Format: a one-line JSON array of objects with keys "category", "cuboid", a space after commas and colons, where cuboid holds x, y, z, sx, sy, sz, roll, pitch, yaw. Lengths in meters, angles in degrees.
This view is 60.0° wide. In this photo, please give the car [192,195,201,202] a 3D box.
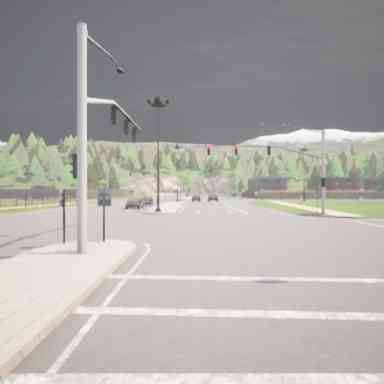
[{"category": "car", "cuboid": [0.888, 1.333, 69.875, 2.128, 1.511, 4.902, 0, 0, 1]}]

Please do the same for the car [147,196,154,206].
[{"category": "car", "cuboid": [-7.414, 1.472, 54.400, 2.128, 1.511, 4.902, 0, 0, 1]}]

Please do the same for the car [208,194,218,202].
[{"category": "car", "cuboid": [4.387, 1.164, 69.798, 2.097, 1.767, 4.553, 0, 0, 1]}]

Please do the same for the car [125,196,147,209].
[{"category": "car", "cuboid": [-7.564, 1.510, 44.032, 1.812, 1.442, 4.674, 0, 0, 1]}]
